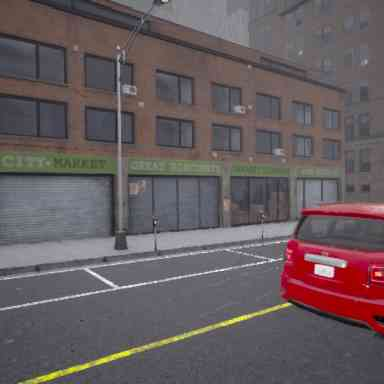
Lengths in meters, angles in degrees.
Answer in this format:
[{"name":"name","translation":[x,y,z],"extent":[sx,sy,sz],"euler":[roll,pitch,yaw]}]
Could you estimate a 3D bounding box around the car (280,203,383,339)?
[{"name":"car","translation":[4.085,1.221,6.348],"extent":[5.566,2.045,2.150],"euler":[0,0,-36]}]
